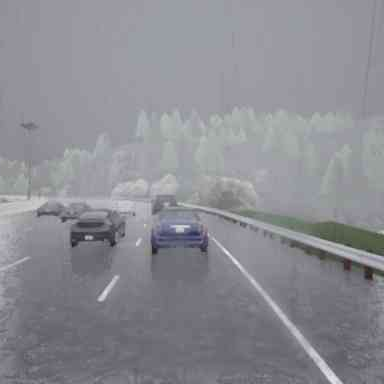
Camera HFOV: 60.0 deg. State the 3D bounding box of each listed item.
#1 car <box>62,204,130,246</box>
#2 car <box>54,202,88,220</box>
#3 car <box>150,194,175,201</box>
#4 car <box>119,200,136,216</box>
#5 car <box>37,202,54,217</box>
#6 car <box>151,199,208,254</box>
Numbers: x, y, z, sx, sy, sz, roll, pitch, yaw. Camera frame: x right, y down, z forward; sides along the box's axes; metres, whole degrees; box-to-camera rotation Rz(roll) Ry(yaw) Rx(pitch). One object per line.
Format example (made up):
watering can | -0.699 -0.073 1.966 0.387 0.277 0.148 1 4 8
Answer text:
car | -4.189 1.522 15.325 1.837 1.490 4.892 0 0 -4
car | -8.944 1.580 26.250 2.033 1.411 5.357 0 0 -8
car | -2.622 1.245 31.030 2.150 2.045 5.566 0 0 -9
car | -6.482 1.557 32.708 1.812 1.442 4.674 0 0 -10
car | -13.515 1.608 32.215 1.994 1.385 4.181 0 0 -10
car | -0.580 1.362 13.856 2.097 1.767 4.553 0 0 -4
